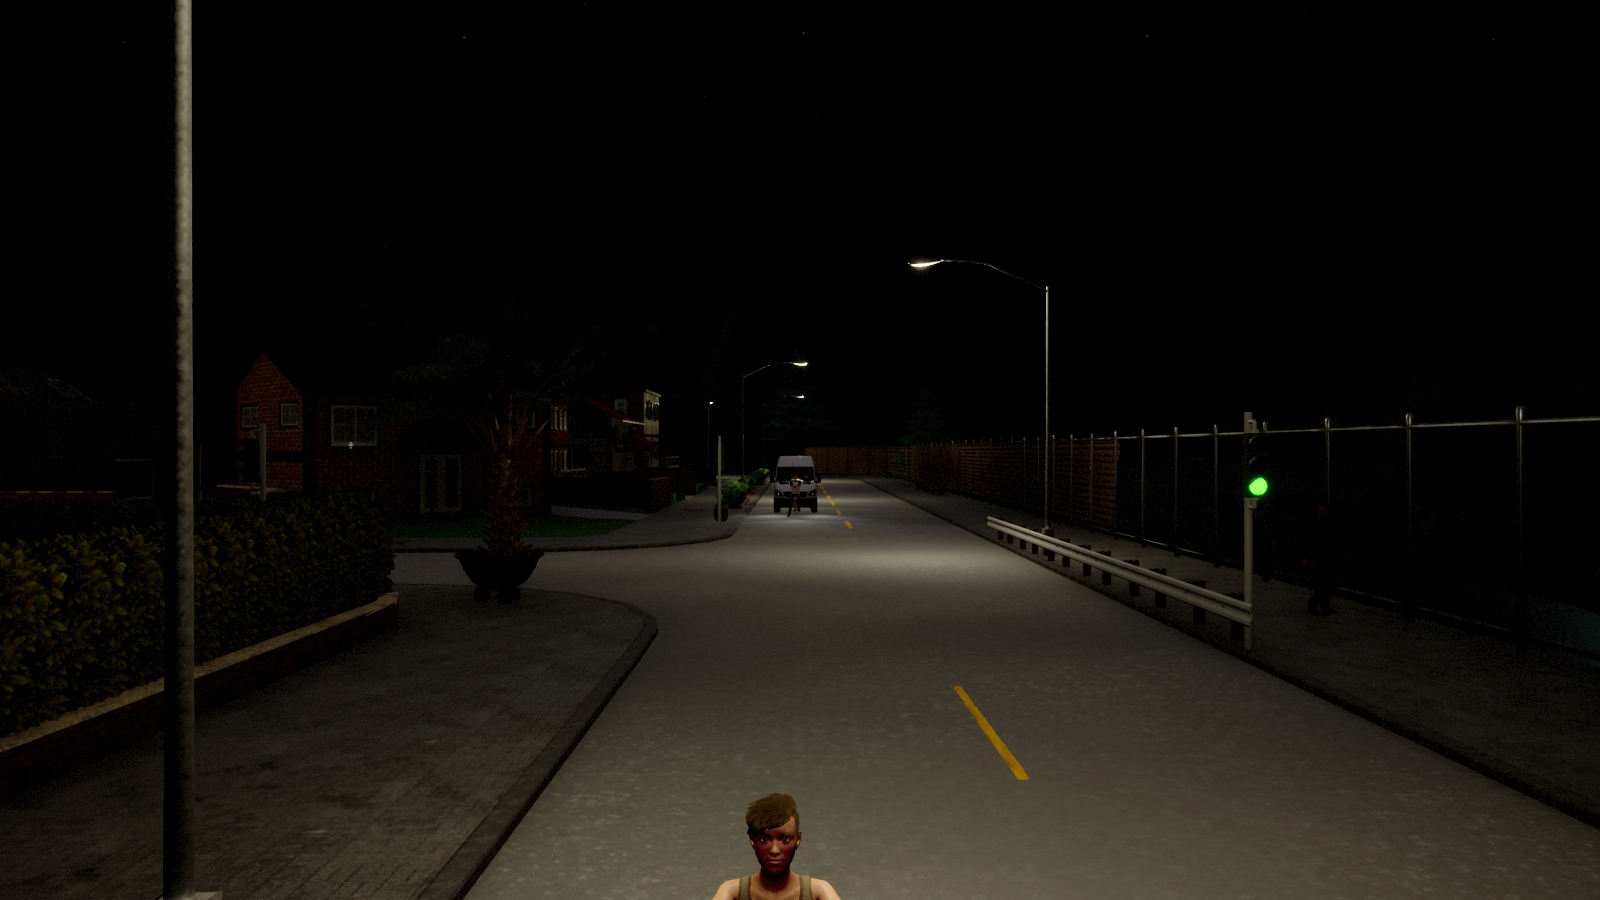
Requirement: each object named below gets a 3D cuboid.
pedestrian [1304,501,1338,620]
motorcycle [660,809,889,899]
[{"bbox_3d":[8.296,1.751,18.202,0.375,1.860,0.375,0,0,1],"label":"pedestrian"},{"bbox_3d":[-0.084,2.157,3.590,0.764,1.307,2.356,0,0,-1],"label":"motorcycle"}]
